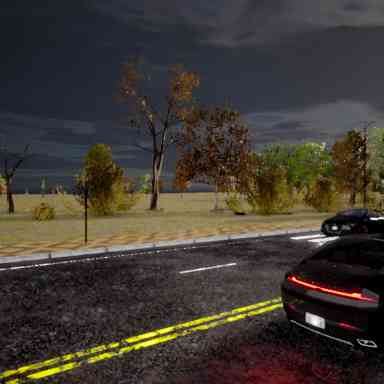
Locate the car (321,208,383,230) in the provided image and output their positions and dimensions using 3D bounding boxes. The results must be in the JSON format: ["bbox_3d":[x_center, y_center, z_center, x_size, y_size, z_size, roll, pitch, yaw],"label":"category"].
[{"bbox_3d":[8.595,1.560,17.182,4.181,1.385,1.994,0,0,-32],"label":"car"}]

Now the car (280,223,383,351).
[{"bbox_3d":[3.678,1.504,5.907,4.892,1.490,1.837,0,0,-34],"label":"car"}]
